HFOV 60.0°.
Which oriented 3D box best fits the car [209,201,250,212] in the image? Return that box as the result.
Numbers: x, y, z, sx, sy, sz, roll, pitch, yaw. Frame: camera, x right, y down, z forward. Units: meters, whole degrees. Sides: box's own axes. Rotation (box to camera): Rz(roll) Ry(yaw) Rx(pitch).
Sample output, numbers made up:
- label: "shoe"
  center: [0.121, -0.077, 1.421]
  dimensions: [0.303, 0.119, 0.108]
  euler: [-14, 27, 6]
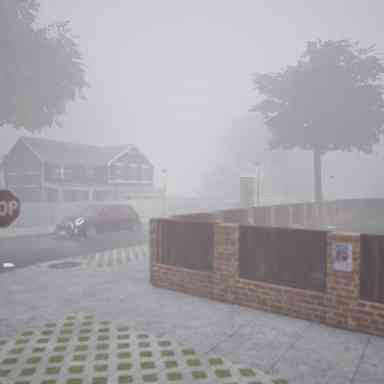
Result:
- label: "car"
  center: [3.376, 1.540, 29.329]
  dimensions: [1.882, 1.535, 5.008]
  euler: [0, 0, 35]

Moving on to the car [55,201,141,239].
- label: "car"
  center: [-4.869, 1.387, 17.679]
  dimensions: [2.097, 1.767, 4.553]
  euler: [0, 0, 35]

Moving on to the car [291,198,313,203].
- label: "car"
  center: [15.147, 1.591, 45.803]
  dimensions: [1.882, 1.535, 5.008]
  euler: [0, 0, 35]
